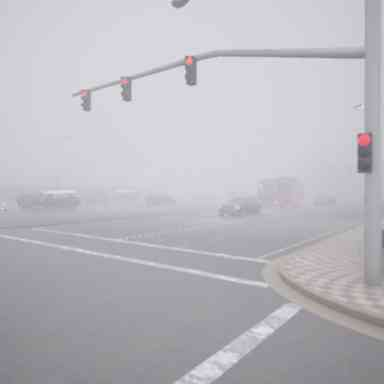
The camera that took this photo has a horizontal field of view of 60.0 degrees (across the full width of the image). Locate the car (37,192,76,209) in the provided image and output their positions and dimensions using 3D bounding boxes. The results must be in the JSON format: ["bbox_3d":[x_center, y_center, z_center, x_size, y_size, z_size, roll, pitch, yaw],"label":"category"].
[{"bbox_3d":[-18.622,1.144,45.786,1.970,1.475,3.806,0,1,38],"label":"car"}]

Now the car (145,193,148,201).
[{"bbox_3d":[-9.489,0.879,80.033,1.970,1.475,3.806,0,1,38],"label":"car"}]

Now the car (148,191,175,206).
[{"bbox_3d":[-4.739,1.060,54.068,1.970,1.475,3.806,0,1,38],"label":"car"}]

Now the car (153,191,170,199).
[{"bbox_3d":[-7.224,0.649,78.229,1.905,1.878,3.866,0,1,38],"label":"car"}]

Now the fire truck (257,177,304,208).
[{"bbox_3d":[11.546,0.051,42.906,2.891,3.827,8.468,0,1,38],"label":"fire truck"}]

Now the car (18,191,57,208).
[{"bbox_3d":[-23.032,0.885,49.201,1.932,1.855,4.605,0,1,38],"label":"car"}]

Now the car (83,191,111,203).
[{"bbox_3d":[-18.060,0.765,64.462,1.932,1.855,4.605,0,1,38],"label":"car"}]

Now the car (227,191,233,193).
[{"bbox_3d":[8.205,0.711,66.102,1.905,1.878,3.866,0,1,38],"label":"car"}]

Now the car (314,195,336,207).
[{"bbox_3d":[18.472,1.189,46.113,1.837,1.490,4.892,0,0,39],"label":"car"}]

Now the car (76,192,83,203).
[{"bbox_3d":[-20.294,0.966,66.308,1.784,1.438,3.905,0,1,38],"label":"car"}]

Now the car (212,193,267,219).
[{"bbox_3d":[4.052,1.193,27.813,2.097,1.767,4.553,0,0,38],"label":"car"}]

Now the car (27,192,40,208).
[{"bbox_3d":[-20.894,1.103,47.579,1.784,1.438,3.905,0,1,38],"label":"car"}]

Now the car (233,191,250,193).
[{"bbox_3d":[10.443,0.717,64.267,1.932,1.855,4.605,0,1,38],"label":"car"}]
